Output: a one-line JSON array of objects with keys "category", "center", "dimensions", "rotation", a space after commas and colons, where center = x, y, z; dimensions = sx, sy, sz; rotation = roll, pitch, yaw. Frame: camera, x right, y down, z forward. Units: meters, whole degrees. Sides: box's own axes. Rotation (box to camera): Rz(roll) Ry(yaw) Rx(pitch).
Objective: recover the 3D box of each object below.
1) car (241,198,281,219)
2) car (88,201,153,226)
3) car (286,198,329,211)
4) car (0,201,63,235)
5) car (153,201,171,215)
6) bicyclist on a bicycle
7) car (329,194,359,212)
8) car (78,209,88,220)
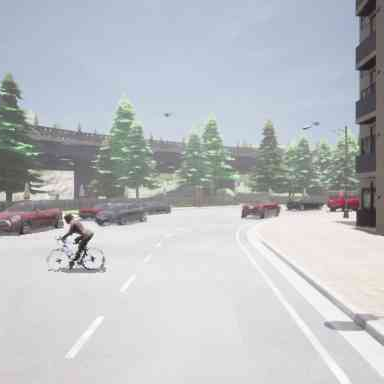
[{"category": "car", "center": [6.213, 1.351, 29.540], "dimensions": [2.097, 1.767, 4.553], "rotation": [0, 0, 36]}, {"category": "car", "center": [-4.856, 1.507, 23.365], "dimensions": [1.837, 1.490, 4.892], "rotation": [0, -1, 19]}, {"category": "car", "center": [13.589, 1.478, 39.933], "dimensions": [5.008, 1.535, 1.882], "rotation": [0, 0, -28]}, {"category": "car", "center": [-9.358, 1.353, 18.874], "dimensions": [2.097, 1.767, 4.553], "rotation": [0, 0, 11]}, {"category": "car", "center": [-3.924, 1.564, 33.637], "dimensions": [1.994, 1.385, 4.181], "rotation": [0, 0, 33]}, {"category": "bicyclist on a bicycle", "center": [-3.292, 1.455, 9.362], "dimensions": [1.656, 1.620, 0.582], "rotation": [-2, 0, 1]}, {"category": "car", "center": [18.177, 1.221, 38.199], "dimensions": [5.566, 2.045, 2.150], "rotation": [0, 0, -20]}, {"category": "car", "center": [-7.299, 1.600, 27.919], "dimensions": [1.895, 1.301, 4.718], "rotation": [0, 0, 23]}]
